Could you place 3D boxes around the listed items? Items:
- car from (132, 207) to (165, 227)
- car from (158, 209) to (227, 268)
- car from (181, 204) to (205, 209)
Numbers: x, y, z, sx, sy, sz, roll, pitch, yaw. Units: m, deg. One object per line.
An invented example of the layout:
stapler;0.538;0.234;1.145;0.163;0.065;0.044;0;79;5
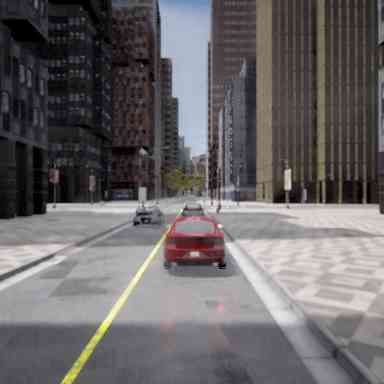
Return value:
car;-3.094;1.786;24.472;1.994;1.385;4.181;0;-1;0
car;0.089;1.586;11.668;1.882;1.535;5.008;0;0;0
car;0.096;1.751;28.809;2.128;1.511;4.902;0;-1;0
